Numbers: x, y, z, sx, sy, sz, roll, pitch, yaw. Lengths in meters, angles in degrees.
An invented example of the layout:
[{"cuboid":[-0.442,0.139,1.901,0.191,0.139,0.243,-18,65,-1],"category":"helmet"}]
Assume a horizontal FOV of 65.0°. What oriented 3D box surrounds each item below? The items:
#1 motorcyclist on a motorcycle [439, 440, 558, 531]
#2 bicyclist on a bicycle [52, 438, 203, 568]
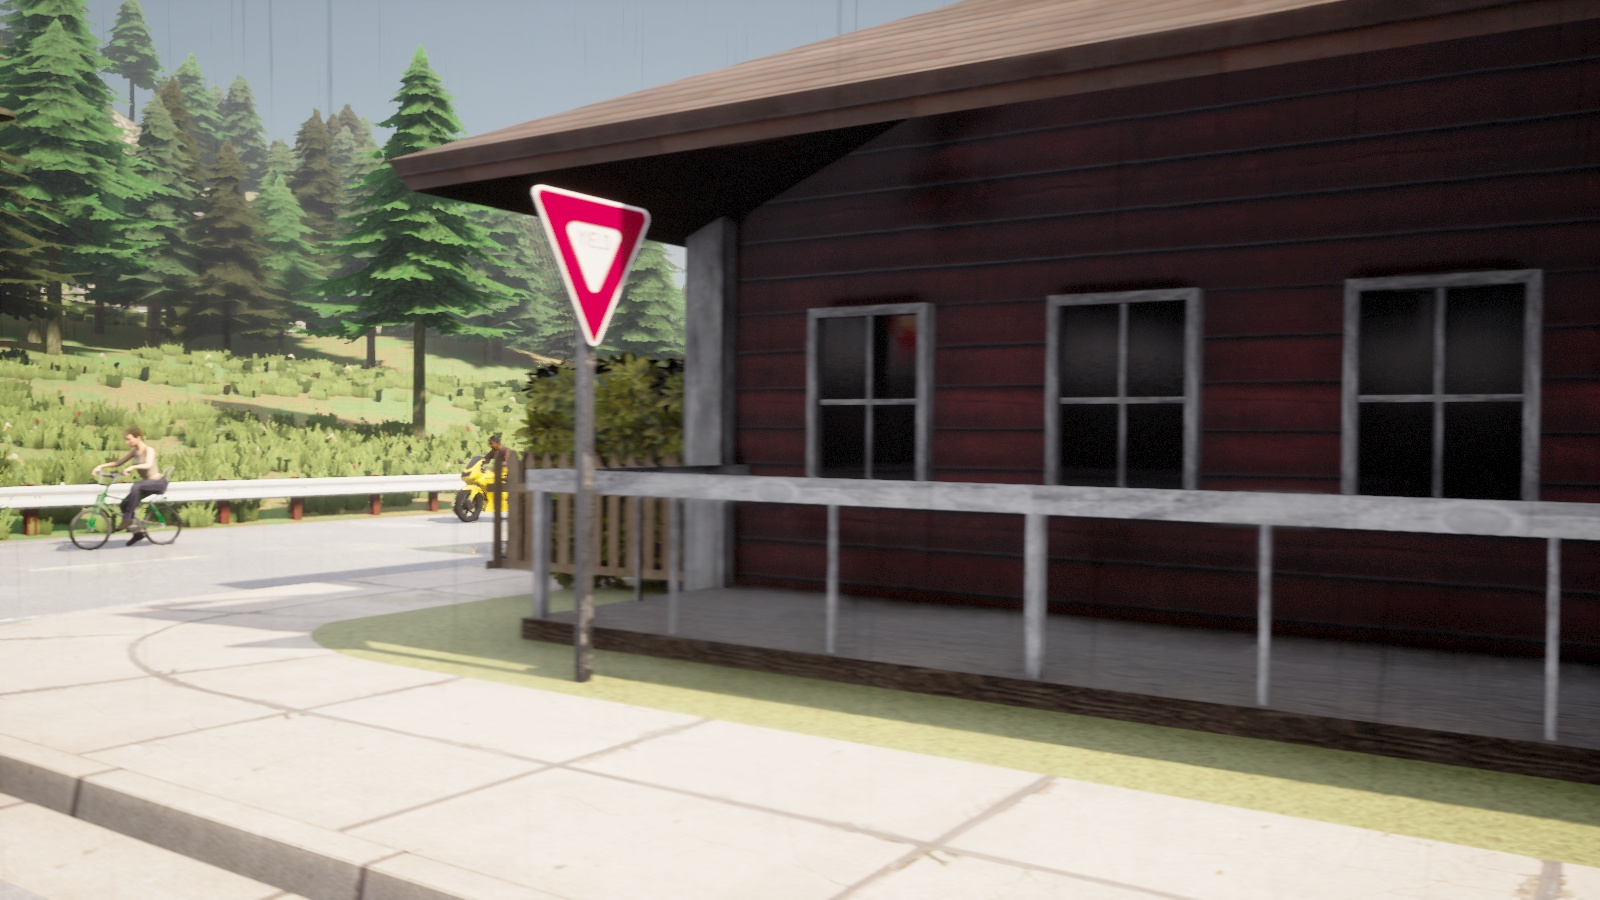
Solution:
[{"cuboid":[-5.269,0.597,22.058,0.797,1.523,2.044,0,0,34],"category":"motorcyclist on a motorcycle"},{"cuboid":[-8.867,0.657,16.612,0.866,1.612,1.509,0,1,34],"category":"bicyclist on a bicycle"}]
